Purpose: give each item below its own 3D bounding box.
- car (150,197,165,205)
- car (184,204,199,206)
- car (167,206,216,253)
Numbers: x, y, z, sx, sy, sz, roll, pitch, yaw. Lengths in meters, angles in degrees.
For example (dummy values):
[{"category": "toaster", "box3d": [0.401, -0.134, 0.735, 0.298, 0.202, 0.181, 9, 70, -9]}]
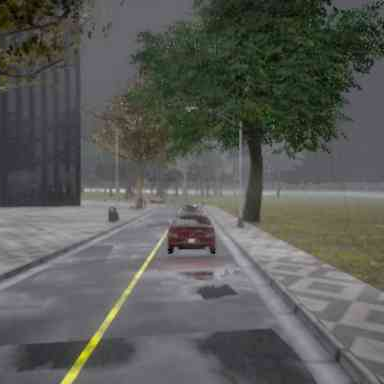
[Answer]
[{"category": "car", "box3d": [-7.204, 1.850, 69.040, 1.882, 1.535, 5.008, 0, 0, -27]}, {"category": "car", "box3d": [-0.037, 1.768, 29.391, 1.812, 1.442, 4.674, 0, 0, 0]}, {"category": "car", "box3d": [-0.003, 1.615, 14.493, 1.882, 1.535, 5.008, 0, 0, 0]}]
